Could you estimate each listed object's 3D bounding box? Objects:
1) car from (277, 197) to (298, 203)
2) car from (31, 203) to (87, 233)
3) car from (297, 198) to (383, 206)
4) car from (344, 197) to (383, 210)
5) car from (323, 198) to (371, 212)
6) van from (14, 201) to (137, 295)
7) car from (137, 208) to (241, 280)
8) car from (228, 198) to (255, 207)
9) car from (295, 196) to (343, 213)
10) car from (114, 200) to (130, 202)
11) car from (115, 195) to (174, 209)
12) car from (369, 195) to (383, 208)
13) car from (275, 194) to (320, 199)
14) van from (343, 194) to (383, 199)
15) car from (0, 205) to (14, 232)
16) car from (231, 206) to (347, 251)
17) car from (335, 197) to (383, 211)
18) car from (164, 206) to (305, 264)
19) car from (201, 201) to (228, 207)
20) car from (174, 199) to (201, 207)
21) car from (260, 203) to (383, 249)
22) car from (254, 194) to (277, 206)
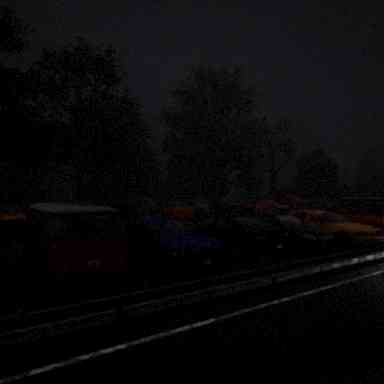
[{"bbox_3d":[7.340,1.481,32.422,2.097,1.535,5.008,0,0,-35],"label":"car"},{"bbox_3d":[-8.598,1.515,21.198,2.231,1.521,4.892,0,0,-35],"label":"car"},{"bbox_3d":[8.082,1.374,16.902,2.185,1.767,4.553,0,0,-35],"label":"car"},{"bbox_3d":[23.072,1.425,43.726,1.946,1.575,5.366,0,0,-35],"label":"car"},{"bbox_3d":[18.744,1.474,40.413,2.163,1.488,4.792,0,0,-35],"label":"car"},{"bbox_3d":[-3.380,1.293,9.009,1.878,1.987,4.442,0,0,-35],"label":"van"},{"bbox_3d":[-1.040,1.515,10.521,2.097,1.535,5.008,0,0,-35],"label":"car"},{"bbox_3d":[2.793,1.493,29.207,2.097,1.535,5.008,0,0,-35],"label":"car"},{"bbox_3d":[14.156,1.335,37.256,2.185,1.767,4.553,0,0,-35],"label":"car"},{"bbox_3d":[-6.336,1.541,22.818,2.163,1.488,4.792,0,0,-35],"label":"car"},{"bbox_3d":[-4.024,1.257,24.377,2.435,2.045,5.566,0,0,-35],"label":"car"},{"bbox_3d":[27.852,1.284,46.827,2.185,1.767,4.553,0,0,-35],"label":"car"},{"bbox_3d":[9.637,1.224,34.000,2.435,2.045,5.566,0,0,-35],"label":"car"},{"bbox_3d":[10.356,1.269,18.399,1.878,1.987,4.442,0,0,-35],"label":"van"},{"bbox_3d":[-10.874,1.517,19.593,2.097,1.535,5.008,0,0,-35],"label":"car"},{"bbox_3d":[3.513,1.549,13.725,2.002,1.452,4.674,0,0,-35],"label":"car"},{"bbox_3d":[21.002,1.436,42.047,2.097,1.535,5.008,0,0,-35],"label":"car"},{"bbox_3d":[1.241,1.512,12.115,2.097,1.535,5.008,0,0,-35],"label":"car"},{"bbox_3d":[0.511,1.538,27.610,2.002,1.452,4.674,0,0,-35],"label":"car"},{"bbox_3d":[-1.746,1.377,25.978,2.185,1.767,4.553,0,0,-35],"label":"car"},{"bbox_3d":[5.896,1.501,15.174,1.946,1.575,5.366,0,0,-35],"label":"car"},{"bbox_3d":[5.084,1.362,30.788,2.185,1.767,4.553,0,0,-35],"label":"car"}]
